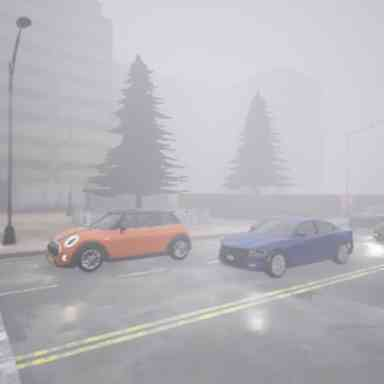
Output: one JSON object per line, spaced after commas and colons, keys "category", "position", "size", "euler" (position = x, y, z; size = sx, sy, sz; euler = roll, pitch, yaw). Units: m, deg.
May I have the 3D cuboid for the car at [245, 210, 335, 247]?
{"category": "car", "position": [4.762, 1.629, 15.962], "size": [4.181, 1.385, 1.994], "euler": [0, 0, -35]}

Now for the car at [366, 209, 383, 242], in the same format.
{"category": "car", "position": [10.414, 1.650, 15.677], "size": [4.181, 1.385, 1.994], "euler": [0, 0, -35]}

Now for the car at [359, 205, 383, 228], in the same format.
{"category": "car", "position": [11.921, 1.585, 21.034], "size": [5.008, 1.535, 1.882], "euler": [0, 0, -35]}

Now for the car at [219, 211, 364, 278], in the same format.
{"category": "car", "position": [3.085, 1.520, 10.468], "size": [5.008, 1.535, 1.882], "euler": [0, 0, -35]}

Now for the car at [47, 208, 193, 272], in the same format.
{"category": "car", "position": [-2.270, 1.374, 10.961], "size": [4.553, 1.767, 2.097], "euler": [0, 0, -35]}
